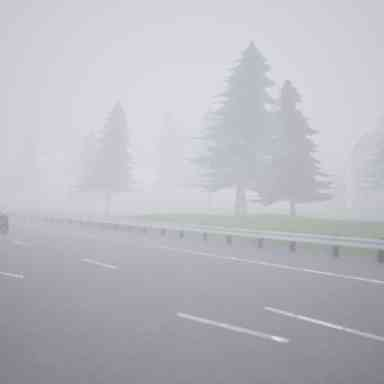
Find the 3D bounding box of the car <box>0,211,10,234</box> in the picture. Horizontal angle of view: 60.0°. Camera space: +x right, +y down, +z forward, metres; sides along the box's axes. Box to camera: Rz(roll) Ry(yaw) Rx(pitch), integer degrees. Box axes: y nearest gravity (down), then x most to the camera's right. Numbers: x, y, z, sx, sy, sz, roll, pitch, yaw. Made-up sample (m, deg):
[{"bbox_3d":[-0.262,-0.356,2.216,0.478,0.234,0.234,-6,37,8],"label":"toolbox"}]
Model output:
[{"bbox_3d":[-12.592,1.691,19.951,5.008,1.535,1.882,-1,0,45],"label":"car"}]
